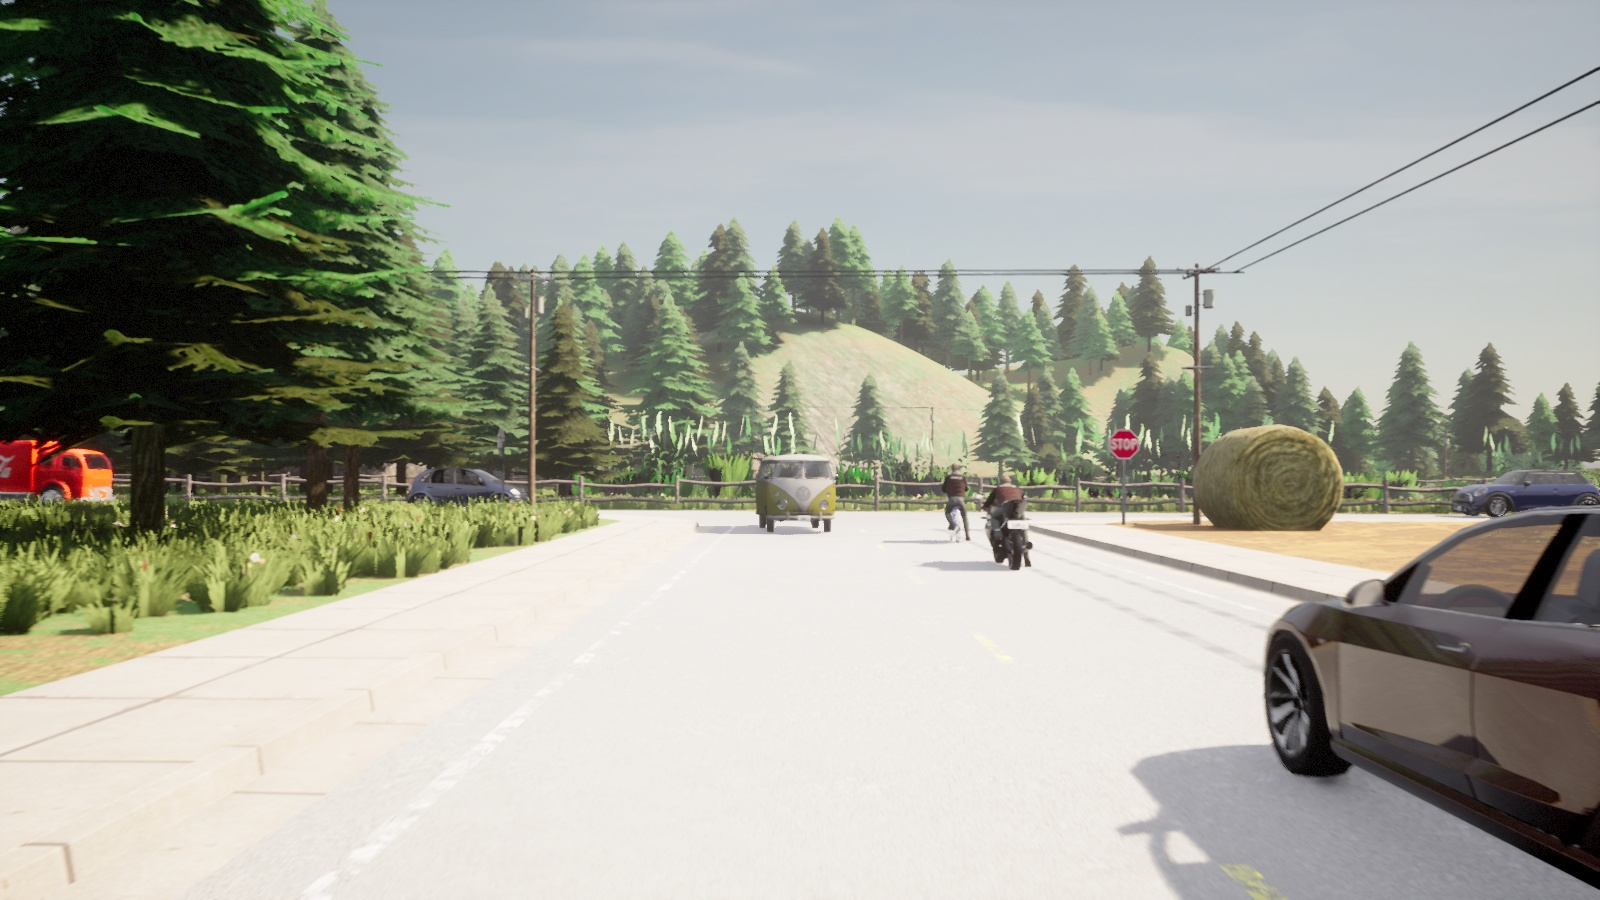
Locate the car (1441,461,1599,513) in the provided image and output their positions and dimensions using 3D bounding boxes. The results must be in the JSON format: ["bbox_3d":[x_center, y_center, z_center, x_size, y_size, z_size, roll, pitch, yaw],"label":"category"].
[{"bbox_3d":[25.319,1.286,44.074,4.553,1.767,2.097,0,-1,3],"label":"car"}]

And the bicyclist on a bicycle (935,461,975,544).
[{"bbox_3d":[3.431,1.146,27.964,0.659,1.776,1.843,0,-1,0],"label":"bicyclist on a bicycle"}]

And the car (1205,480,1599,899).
[{"bbox_3d":[3.487,0.886,5.038,2.163,1.488,4.792,0,-1,0],"label":"car"}]

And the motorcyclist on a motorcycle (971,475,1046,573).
[{"bbox_3d":[3.449,1.192,20.974,0.866,1.530,2.191,0,-1,0],"label":"motorcyclist on a motorcycle"}]

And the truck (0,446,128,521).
[{"bbox_3d":[-26.193,1.129,42.789,5.204,2.467,2.627,0,-1,1],"label":"truck"}]

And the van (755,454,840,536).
[{"bbox_3d":[-0.135,1.127,32.898,1.775,1.987,4.442,0,-1,-6],"label":"van"}]

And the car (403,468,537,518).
[{"bbox_3d":[-11.074,1.440,42.249,3.988,1.617,1.851,0,-1,3],"label":"car"}]
